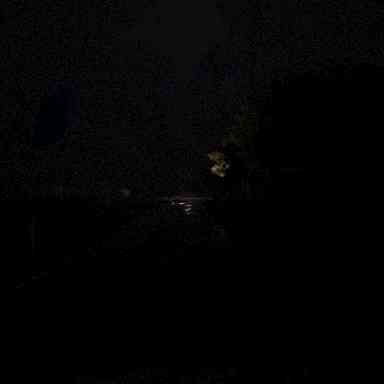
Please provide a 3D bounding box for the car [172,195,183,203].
[{"bbox_3d":[-2.738,1.261,64.019,1.882,1.535,5.008,0,2,0],"label":"car"}]
